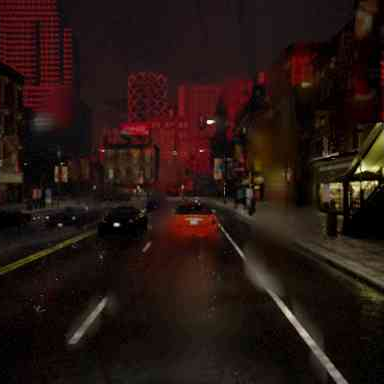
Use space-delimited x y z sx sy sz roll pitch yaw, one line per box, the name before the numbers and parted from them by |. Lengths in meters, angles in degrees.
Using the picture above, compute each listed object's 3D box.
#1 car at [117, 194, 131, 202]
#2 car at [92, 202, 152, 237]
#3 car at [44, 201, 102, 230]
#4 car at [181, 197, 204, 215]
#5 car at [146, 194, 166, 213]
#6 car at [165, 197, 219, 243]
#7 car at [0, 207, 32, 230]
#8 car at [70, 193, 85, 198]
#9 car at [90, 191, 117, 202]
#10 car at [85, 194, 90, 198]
car | -12.891 1.072 61.798 1.837 1.490 4.892 1 0 -32
car | -3.426 1.443 17.117 1.994 1.385 4.181 0 0 0
car | -7.130 1.458 20.209 1.895 1.301 4.718 0 0 0
car | 0.051 1.262 32.384 2.128 1.511 4.902 0 0 0
car | -3.451 1.238 33.939 1.882 1.535 5.008 0 0 0
car | 0.076 1.241 15.602 2.097 1.767 4.553 0 0 0
car | -10.627 1.475 17.880 1.895 1.301 4.718 0 0 0
car | -29.385 0.913 86.516 4.674 1.452 2.002 0 0 20
car | -16.011 0.800 60.183 2.150 2.045 5.566 0 0 -34
car | -24.078 1.003 84.353 4.718 1.301 1.895 0 0 30
